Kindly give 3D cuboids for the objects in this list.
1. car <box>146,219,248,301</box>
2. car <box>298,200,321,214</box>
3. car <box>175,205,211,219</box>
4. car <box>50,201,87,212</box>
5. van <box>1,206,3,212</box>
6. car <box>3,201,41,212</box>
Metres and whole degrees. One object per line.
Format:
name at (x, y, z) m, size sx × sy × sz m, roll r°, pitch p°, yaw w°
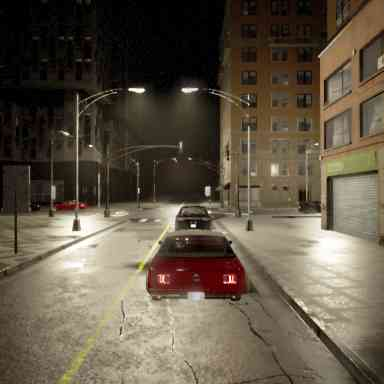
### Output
car at (0.081, 1.601, 8.261) m, size 1.895 × 1.301 × 4.718 m, roll 0°, pitch 0°, yaw 0°
car at (12.040, 1.415, 30.805) m, size 4.313 × 1.339 × 1.947 m, roll 0°, pitch 0°, yaw 0°
car at (0.058, 1.474, 18.410) m, size 1.882 × 1.535 × 5.008 m, roll 0°, pitch 0°, yaw 0°
car at (-14.554, 1.701, 39.299) m, size 4.206 × 1.307 × 1.802 m, roll 0°, pitch 0°, yaw 0°
van at (-20.186, 1.425, 30.769) m, size 3.998 × 1.788 × 1.690 m, roll 0°, pitch 0°, yaw 0°
car at (-20.203, 1.725, 39.293) m, size 4.313 × 1.339 × 1.947 m, roll 0°, pitch 0°, yaw 0°
